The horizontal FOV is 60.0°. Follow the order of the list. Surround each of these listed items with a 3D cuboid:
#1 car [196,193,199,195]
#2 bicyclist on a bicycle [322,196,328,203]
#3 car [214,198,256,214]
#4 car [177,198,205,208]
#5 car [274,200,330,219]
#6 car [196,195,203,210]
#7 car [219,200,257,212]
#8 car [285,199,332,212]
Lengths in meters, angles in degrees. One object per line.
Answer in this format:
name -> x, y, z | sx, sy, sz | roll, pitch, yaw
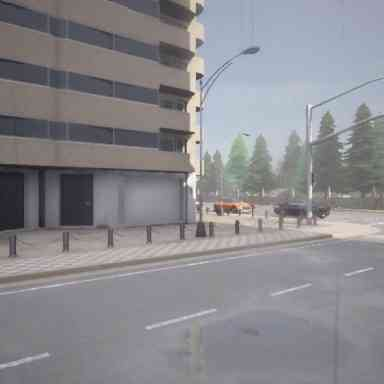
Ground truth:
car -> -0.600, 1.279, 61.856 | 2.150, 2.045, 5.566 | 0, 0, -35
bicyclist on a bicycle -> 17.369, 1.356, 43.492 | 1.656, 1.620, 0.582 | 0, 0, -36
car -> 4.434, 1.407, 36.670 | 2.097, 1.767, 4.553 | 0, 0, -36
car -> -0.193, 1.619, 49.083 | 1.994, 1.385, 4.181 | 0, 0, -36
car -> 9.650, 1.656, 29.438 | 1.895, 1.301, 4.718 | 0, 0, -36
car -> -0.920, 1.533, 44.103 | 1.882, 1.535, 5.008 | 0, 0, -36
car -> 5.609, 1.656, 41.020 | 1.895, 1.301, 4.718 | 0, 0, -36
car -> 14.311, 1.603, 41.174 | 2.033, 1.411, 5.357 | 0, 0, -35
